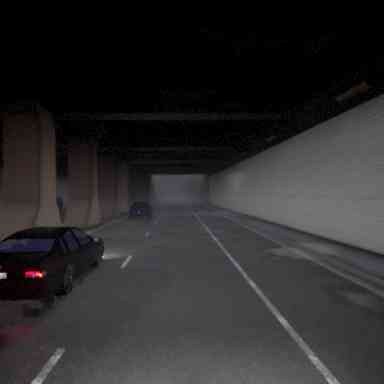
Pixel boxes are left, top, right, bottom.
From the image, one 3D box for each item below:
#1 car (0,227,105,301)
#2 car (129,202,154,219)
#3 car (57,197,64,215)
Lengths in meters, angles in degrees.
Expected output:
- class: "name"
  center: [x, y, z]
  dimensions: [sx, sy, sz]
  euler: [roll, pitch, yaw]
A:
- class: "car"
  center: [-3.724, 1.625, 8.749]
  dimensions: [2.033, 1.411, 5.357]
  euler: [-1, 0, -3]
- class: "car"
  center: [-4.692, 1.637, 31.226]
  dimensions: [1.882, 1.535, 5.008]
  euler: [-1, 0, -2]
- class: "car"
  center: [-15.600, 1.544, 35.876]
  dimensions: [2.150, 2.045, 5.566]
  euler: [-1, 0, -2]
